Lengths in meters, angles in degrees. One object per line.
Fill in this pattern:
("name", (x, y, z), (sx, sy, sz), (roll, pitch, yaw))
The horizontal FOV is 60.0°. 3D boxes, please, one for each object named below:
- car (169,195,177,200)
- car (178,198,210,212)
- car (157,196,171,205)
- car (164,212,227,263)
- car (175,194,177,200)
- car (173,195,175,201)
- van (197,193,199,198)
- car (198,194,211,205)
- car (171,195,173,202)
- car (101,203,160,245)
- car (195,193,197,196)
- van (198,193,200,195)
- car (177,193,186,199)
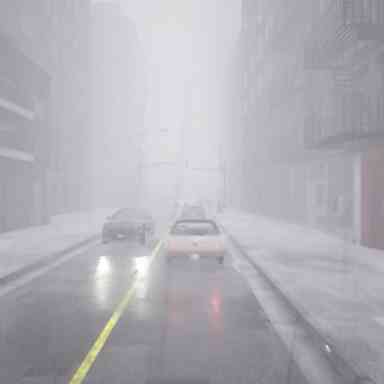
("car", (-5.410, 1.588, 95.198), (1.947, 1.339, 4.313), (0, 0, 0))
("car", (0.086, 1.507, 27.214), (2.128, 1.511, 4.902), (0, 0, 0))
("car", (-5.402, 1.591, 61.104), (1.947, 1.339, 4.313), (0, 0, 0))
("car", (0.093, 1.610, 11.990), (1.895, 1.301, 4.718), (0, 0, 0))
("car", (-5.408, 1.575, 83.833), (2.008, 1.369, 4.403), (0, 0, 0))
("car", (-5.405, 1.591, 72.469), (1.947, 1.339, 4.313), (0, 0, 0))
("van", (2.619, 1.367, 78.153), (1.690, 1.788, 3.998), (0, 0, 0))
("car", (2.623, 1.576, 61.106), (2.008, 1.369, 4.403), (0, 0, 0))
("car", (-5.404, 1.607, 66.786), (1.802, 1.307, 4.206), (0, 0, 0))
("car", (-2.852, 1.489, 15.805), (1.882, 1.535, 5.008), (0, 0, 0))
("car", (2.615, 1.605, 95.200), (1.802, 1.307, 4.206), (0, 0, 0))
("van", (2.621, 1.367, 66.788), (1.690, 1.788, 3.998), (0, 0, 0))
("car", (-2.772, 1.534, 93.890), (1.812, 1.442, 4.674), (0, 0, 0))
